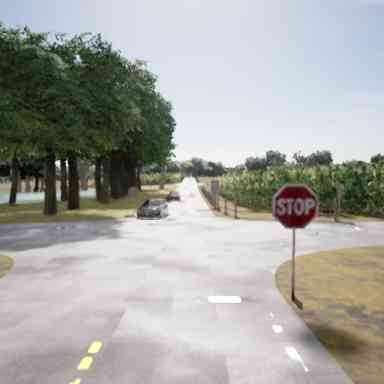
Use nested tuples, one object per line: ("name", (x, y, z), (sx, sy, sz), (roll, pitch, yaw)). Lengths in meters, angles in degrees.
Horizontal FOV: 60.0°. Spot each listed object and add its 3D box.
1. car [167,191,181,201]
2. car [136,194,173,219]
("car", (-2.737, 0.582, 51.034), (1.882, 1.535, 5.008), (0, 2, 0))
("car", (-2.976, 1.253, 26.147), (1.837, 1.490, 4.892), (0, 3, 5))
